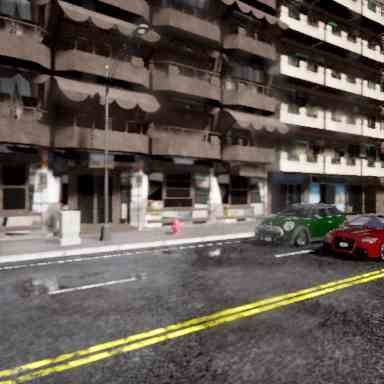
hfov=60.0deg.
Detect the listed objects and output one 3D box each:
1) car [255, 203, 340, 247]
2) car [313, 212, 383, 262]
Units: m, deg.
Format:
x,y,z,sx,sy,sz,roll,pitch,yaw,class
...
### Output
x,y,z,sx,sy,sz,roll,pitch,yaw,class
4.969,1.343,14.866,4.553,1.767,2.097,0,0,-34,car
6.671,1.558,12.095,4.181,1.385,1.994,0,0,-34,car
